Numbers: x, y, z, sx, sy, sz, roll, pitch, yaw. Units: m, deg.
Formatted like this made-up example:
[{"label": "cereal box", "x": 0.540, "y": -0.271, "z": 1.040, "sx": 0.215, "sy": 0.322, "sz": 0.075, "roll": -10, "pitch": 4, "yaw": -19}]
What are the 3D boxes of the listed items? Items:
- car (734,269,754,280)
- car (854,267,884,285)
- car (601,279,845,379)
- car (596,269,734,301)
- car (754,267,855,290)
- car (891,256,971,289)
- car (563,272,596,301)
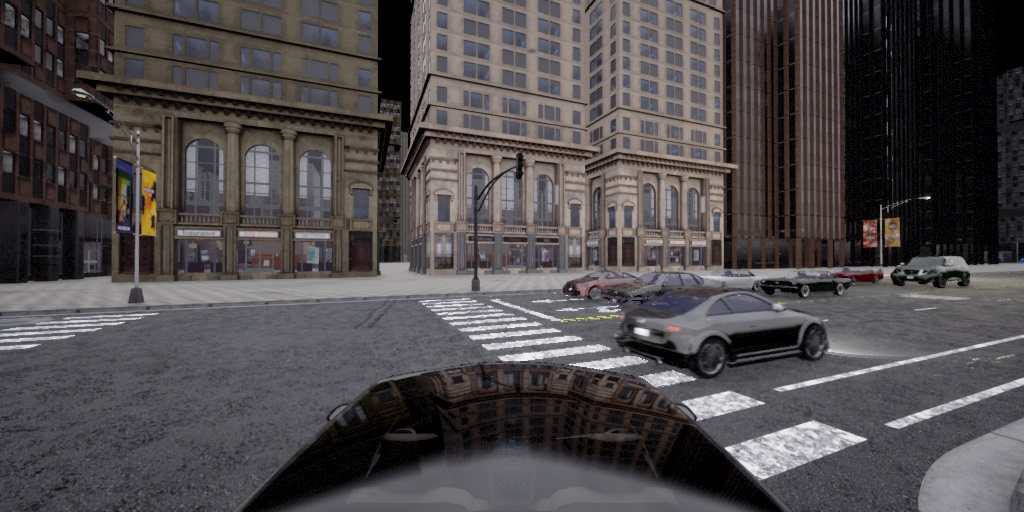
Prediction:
[{"label": "car", "x": 12.779, "y": 1.444, "z": 21.324, "sx": 4.718, "sy": 1.301, "sz": 1.895, "roll": 0, "pitch": 0, "yaw": -22}, {"label": "car", "x": 24.630, "y": 1.439, "z": 26.135, "sx": 4.718, "sy": 1.301, "sz": 1.895, "roll": 0, "pitch": 0, "yaw": -22}, {"label": "car", "x": 4.179, "y": 1.331, "z": 7.189, "sx": 4.181, "sy": 1.385, "sz": 1.994, "roll": 0, "pitch": 0, "yaw": -22}, {"label": "car", "x": 6.526, "y": 1.366, "z": 15.272, "sx": 5.357, "sy": 1.411, "sz": 2.033, "roll": 0, "pitch": 0, "yaw": -22}, {"label": "car", "x": 15.409, "y": 1.414, "z": 18.884, "sx": 4.718, "sy": 1.301, "sz": 1.895, "roll": 0, "pitch": 0, "yaw": -22}, {"label": "car", "x": 28.131, "y": 1.034, "z": 24.049, "sx": 5.566, "sy": 2.045, "sz": 2.150, "roll": 0, "pitch": -1, "yaw": -22}, {"label": "car", "x": 4.665, "y": 1.412, "z": 18.020, "sx": 4.181, "sy": 1.385, "sz": 1.994, "roll": 0, "pitch": 0, "yaw": -22}]
